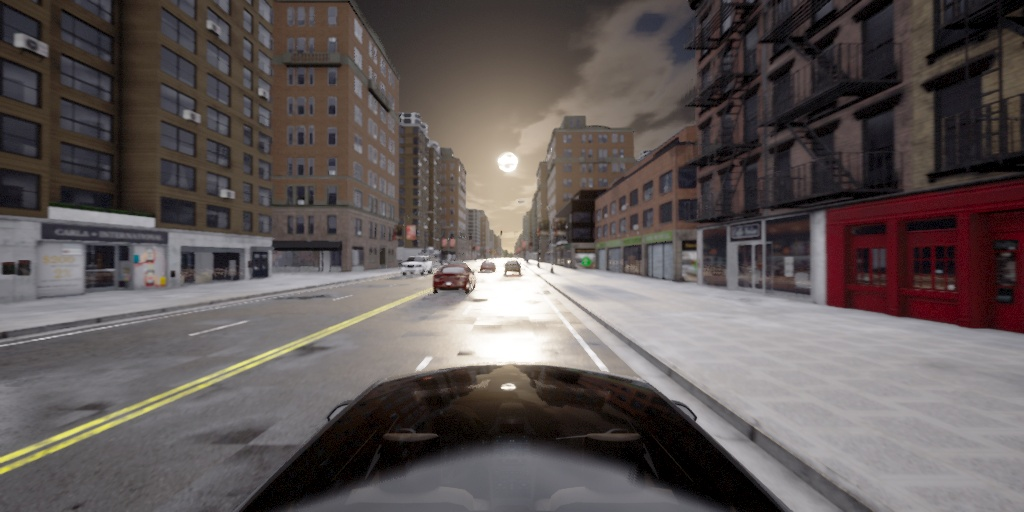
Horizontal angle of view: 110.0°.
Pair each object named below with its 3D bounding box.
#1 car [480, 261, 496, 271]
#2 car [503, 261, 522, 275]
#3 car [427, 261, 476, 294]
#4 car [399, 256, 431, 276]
[{"bbox_3d":[-3.185,1.317,48.389,1.994,1.385,4.181,0,0,0],"label":"car"},{"bbox_3d":[0.074,1.255,39.783,1.837,1.490,4.892,0,0,0],"label":"car"},{"bbox_3d":[-3.163,1.231,20.406,1.882,1.535,5.008,0,0,0],"label":"car"},{"bbox_3d":[-9.866,0.981,37.542,2.150,2.045,5.566,0,0,0],"label":"car"}]
